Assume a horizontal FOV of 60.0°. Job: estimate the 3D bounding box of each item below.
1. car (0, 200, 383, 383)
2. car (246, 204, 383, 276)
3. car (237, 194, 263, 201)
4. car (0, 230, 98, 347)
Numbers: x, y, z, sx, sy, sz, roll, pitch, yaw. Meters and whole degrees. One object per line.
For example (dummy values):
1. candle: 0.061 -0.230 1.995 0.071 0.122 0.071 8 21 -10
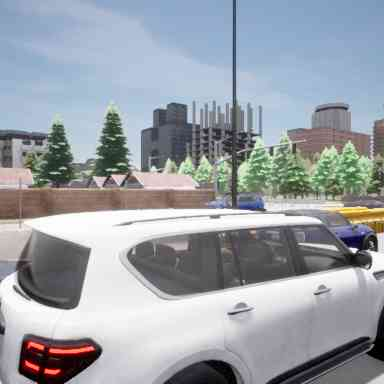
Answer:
1. car: 0.649 1.221 4.205 5.566 2.045 2.150 0 0 -36
2. car: 4.189 1.352 11.023 4.553 1.767 2.097 0 0 -35
3. car: 3.525 1.223 27.374 5.566 2.045 2.150 0 1 -31
4. car: -4.375 1.547 4.923 5.357 1.411 2.033 0 0 -36
